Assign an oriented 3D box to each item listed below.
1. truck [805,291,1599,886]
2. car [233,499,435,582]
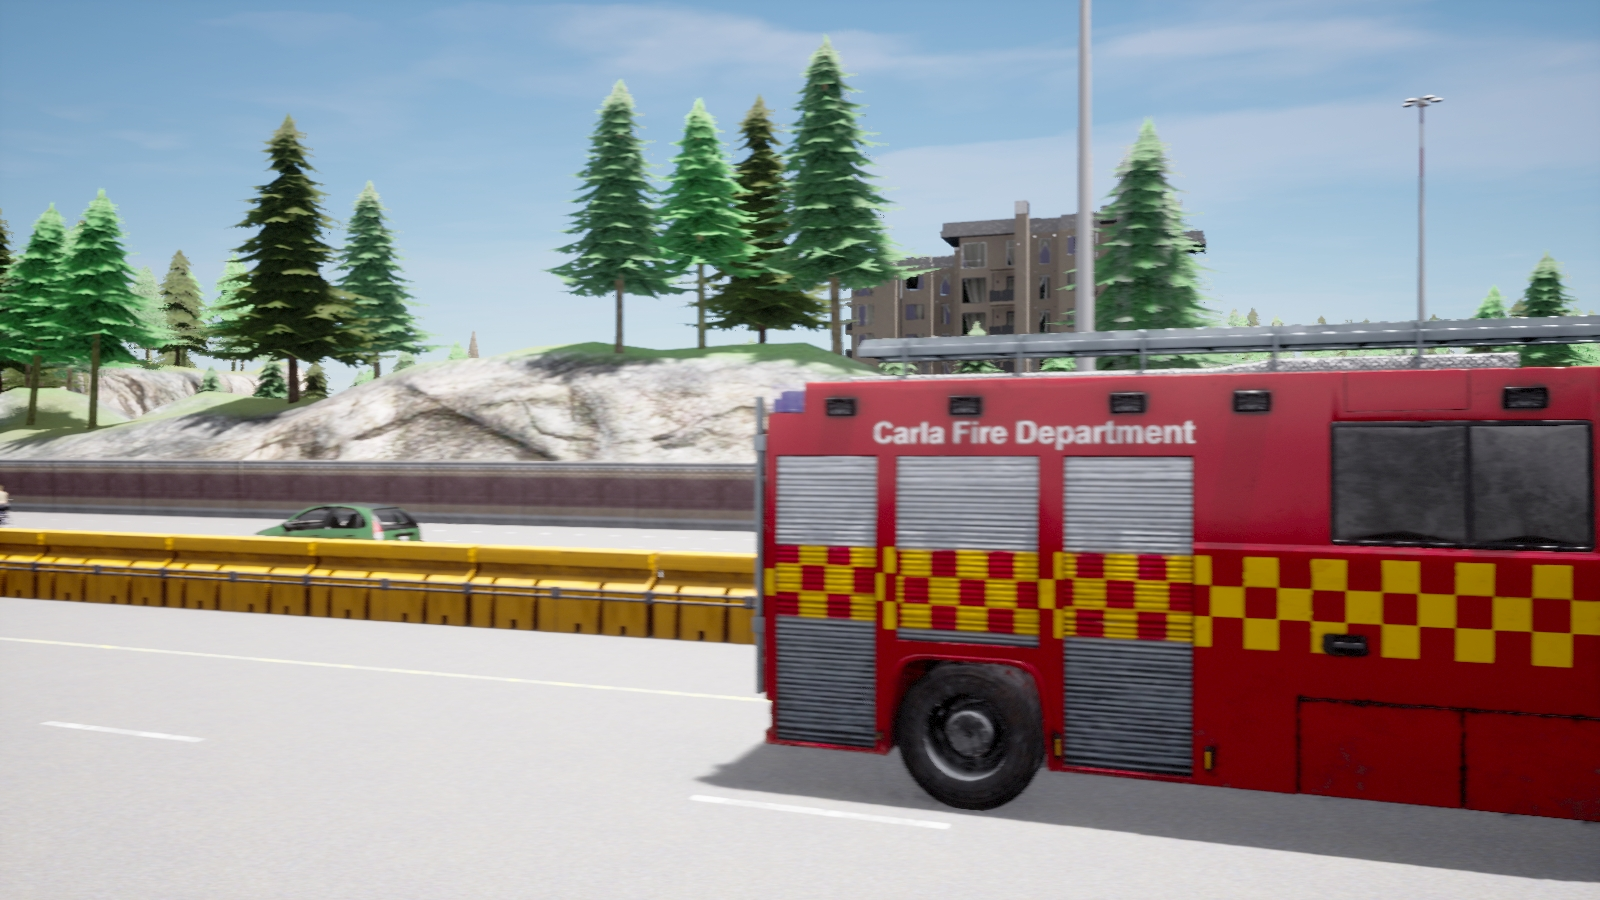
[{"bbox_3d":[4.512,0.890,9.119,8.468,3.827,2.891,0,0,20],"label":"truck"},{"bbox_3d":[-10.452,1.989,25.692,3.988,1.617,1.851,0,0,19],"label":"car"}]
